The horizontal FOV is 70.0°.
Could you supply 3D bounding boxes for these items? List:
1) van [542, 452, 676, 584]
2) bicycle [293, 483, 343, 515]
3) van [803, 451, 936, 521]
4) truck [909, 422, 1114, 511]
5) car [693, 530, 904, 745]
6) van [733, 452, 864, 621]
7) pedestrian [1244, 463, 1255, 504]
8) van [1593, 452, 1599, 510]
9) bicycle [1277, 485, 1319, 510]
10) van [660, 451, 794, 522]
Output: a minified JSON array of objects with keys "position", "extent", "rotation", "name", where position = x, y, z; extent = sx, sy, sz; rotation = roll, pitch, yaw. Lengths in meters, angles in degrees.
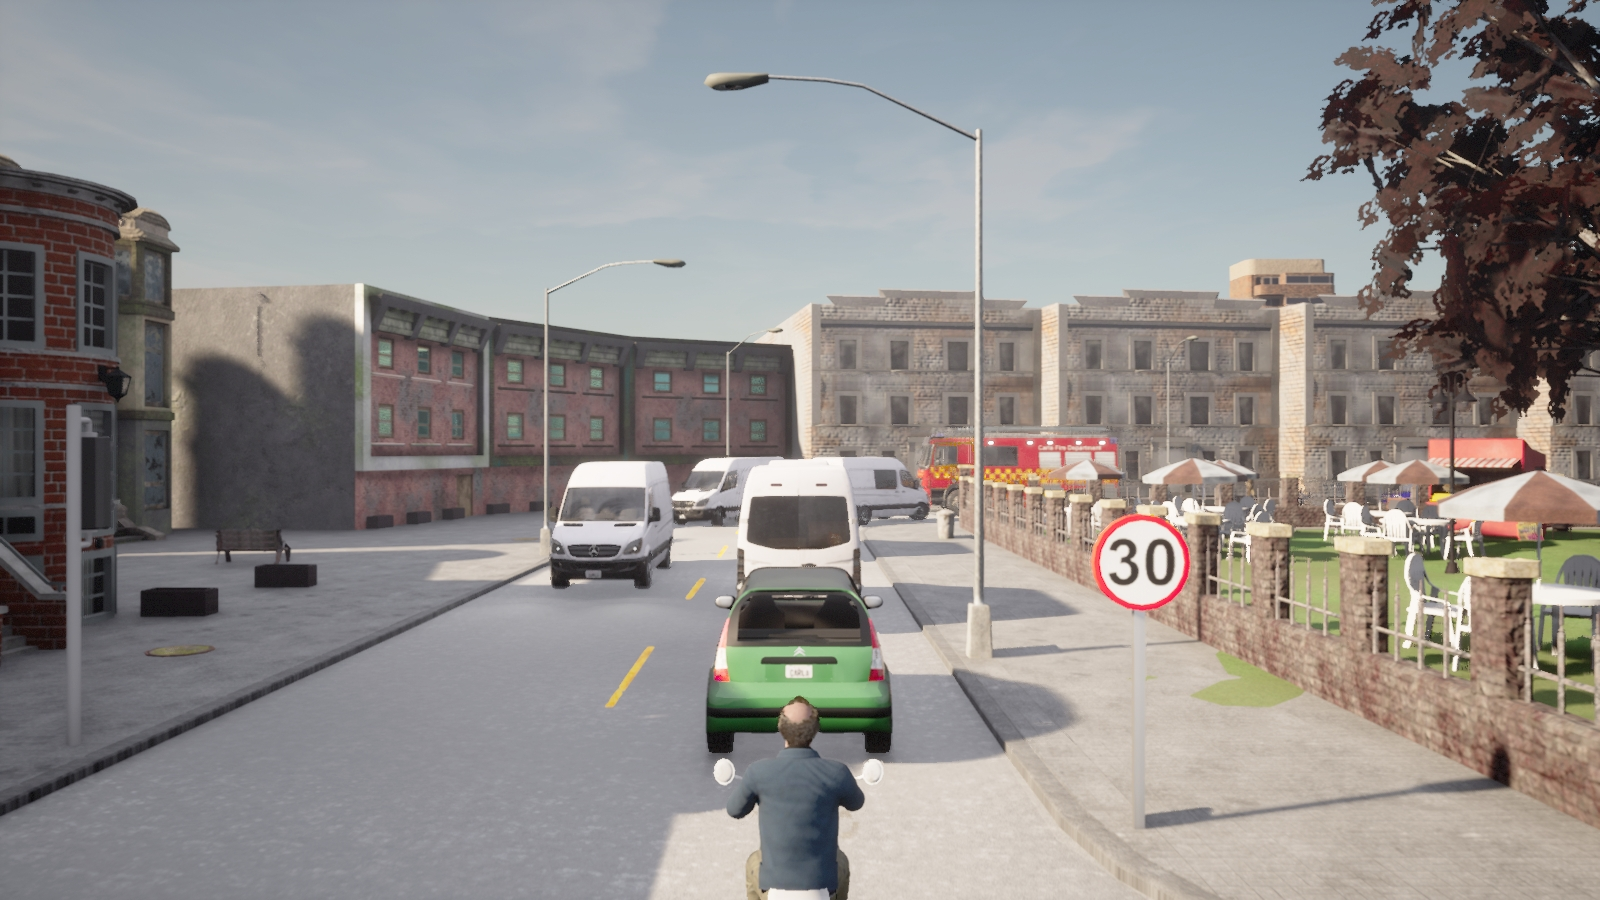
[{"position":[-4.056,1.332,25.265],"extent":[1.988,2.561,5.915],"rotation":[0,0,0],"name":"van"},{"position":[-19.379,1.971,45.957],"extent":[1.835,1.271,0.329],"rotation":[0,0,-1],"name":"bicycle"},{"position":[2.811,1.346,44.625],"extent":[1.988,2.561,5.915],"rotation":[-1,-1,41],"name":"van"},{"position":[9.145,0.705,50.185],"extent":[8.468,3.827,2.891],"rotation":[0,0,0],"name":"truck"},{"position":[-0.015,1.788,12.040],"extent":[1.851,1.617,3.988],"rotation":[0,0,0],"name":"car"},{"position":[-0.025,1.328,20.277],"extent":[1.988,2.561,5.915],"rotation":[0,0,0],"name":"van"},{"position":[20.887,1.559,53.090],"extent":[0.375,1.860,0.375],"rotation":[0,0,-7],"name":"pedestrian"},{"position":[38.375,1.347,50.011],"extent":[5.915,2.561,1.988],"rotation":[0,0,0],"name":"van"},{"position":[21.772,2.070,49.973],"extent":[1.487,1.080,0.859],"rotation":[0,0,0],"name":"bicycle"},{"position":[-2.708,1.346,44.104],"extent":[1.988,2.561,5.915],"rotation":[-1,-1,33],"name":"van"}]
